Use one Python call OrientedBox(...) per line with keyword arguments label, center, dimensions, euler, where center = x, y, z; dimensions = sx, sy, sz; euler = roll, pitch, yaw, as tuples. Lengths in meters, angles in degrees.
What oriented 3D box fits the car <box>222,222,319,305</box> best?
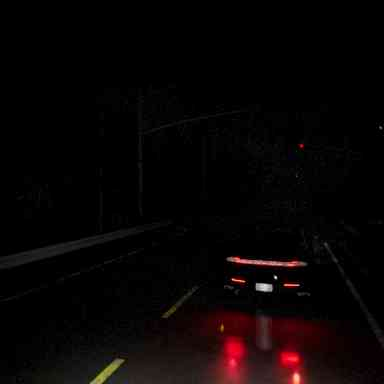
OrientedBox(label="car", center=(2.050, 1.491, 8.245), dimensions=(2.128, 1.511, 4.902), euler=(0, 0, 18))
